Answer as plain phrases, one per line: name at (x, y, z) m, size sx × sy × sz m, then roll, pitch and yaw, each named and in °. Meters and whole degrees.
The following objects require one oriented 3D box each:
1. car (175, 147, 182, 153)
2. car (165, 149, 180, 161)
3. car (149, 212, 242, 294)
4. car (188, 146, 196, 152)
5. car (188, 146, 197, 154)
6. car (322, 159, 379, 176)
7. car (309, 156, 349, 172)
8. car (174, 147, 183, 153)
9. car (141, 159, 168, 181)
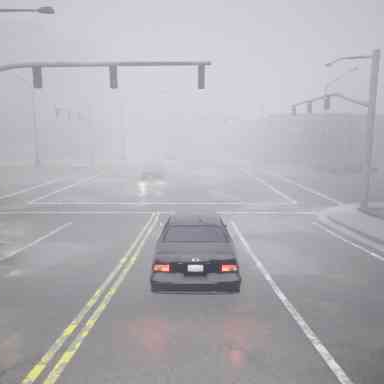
car at (-3.478, -8.317, 69.700) m, size 1.837 × 1.490 × 4.892 m, roll 0°, pitch 9°, yaw 0°
car at (-3.568, -6.203, 57.011) m, size 2.033 × 1.411 × 5.357 m, roll 0°, pitch 9°, yaw 0°
car at (0.077, 1.216, 8.422) m, size 2.033 × 1.411 × 5.357 m, roll 0°, pitch 4°, yaw 0°
car at (0.029, -11.817, 91.168) m, size 1.994 × 1.385 × 4.181 m, roll 0°, pitch 9°, yaw 0°
car at (0.026, -10.330, 81.110) m, size 2.097 × 1.767 × 4.553 m, roll 0°, pitch 9°, yaw 0°
car at (16.259, -2.391, 33.939) m, size 4.718 × 1.301 × 1.895 m, roll 0°, pitch 9°, yaw -1°
car at (15.565, -3.199, 37.353) m, size 4.553 × 1.767 × 2.097 m, roll 0°, pitch 9°, yaw 0°
car at (-3.473, -10.743, 84.766) m, size 2.033 × 1.411 × 5.357 m, roll 0°, pitch 9°, yaw 0°
car at (-3.590, -1.970, 30.888) m, size 1.812 × 1.442 × 4.674 m, roll 0°, pitch 9°, yaw 0°
